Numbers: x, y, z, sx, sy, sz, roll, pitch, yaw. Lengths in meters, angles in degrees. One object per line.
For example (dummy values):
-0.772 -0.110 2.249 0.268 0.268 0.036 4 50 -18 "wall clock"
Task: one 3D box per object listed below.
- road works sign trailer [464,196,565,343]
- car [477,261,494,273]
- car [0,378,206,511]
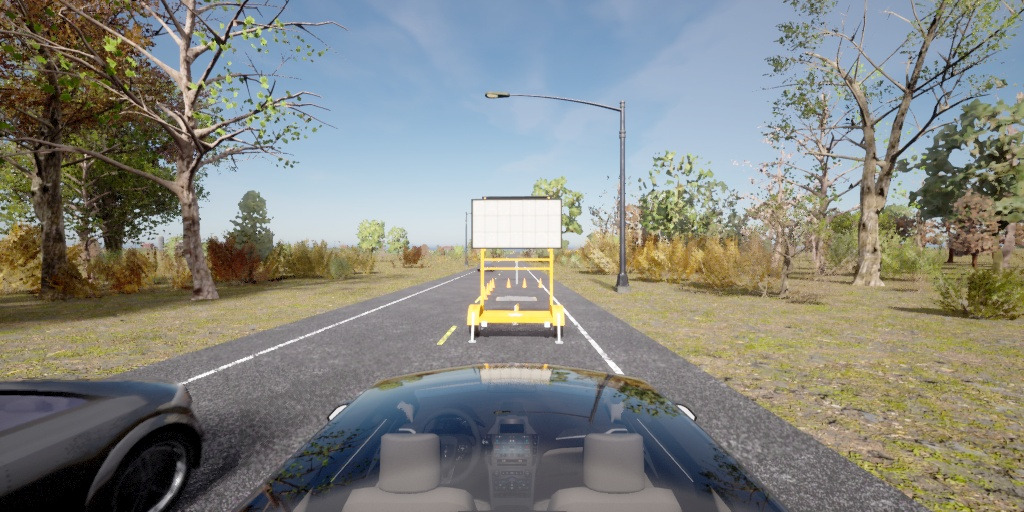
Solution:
0.130 0.211 9.638 2.380 3.560 2.880 0 0 2 "road works sign trailer"
-3.162 1.279 43.687 2.033 1.411 5.357 0 0 0 "car"
-3.587 1.314 1.250 1.994 1.385 4.181 0 0 1 "car"
